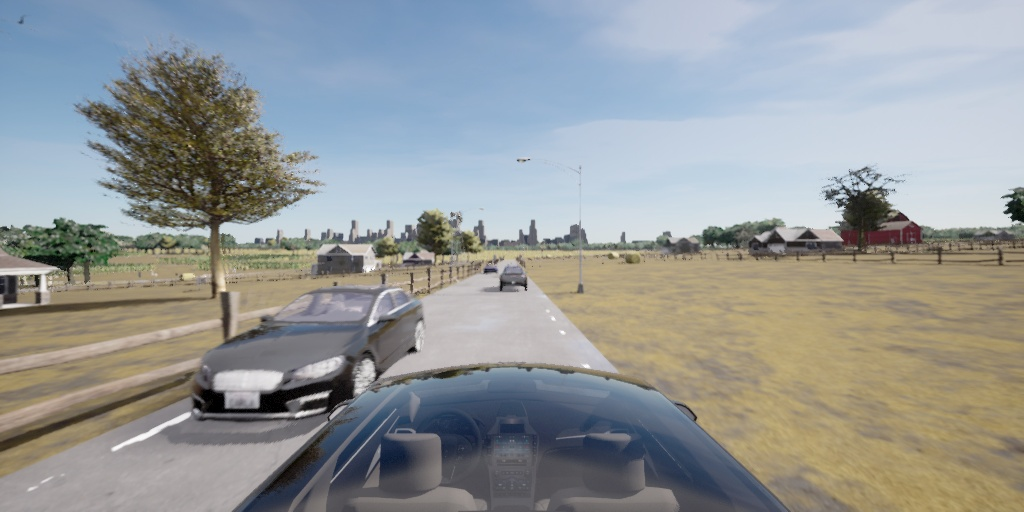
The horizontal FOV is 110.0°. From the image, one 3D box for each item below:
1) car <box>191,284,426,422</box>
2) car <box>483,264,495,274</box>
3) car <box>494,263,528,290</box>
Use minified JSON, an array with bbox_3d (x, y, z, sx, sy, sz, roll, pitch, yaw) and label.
[{"bbox_3d":[-2.852,1.286,6.241,2.128,1.511,4.902,0,-1,0],"label":"car"},{"bbox_3d":[-2.843,1.775,48.563,1.895,1.301,4.718,0,0,0],"label":"car"},{"bbox_3d":[0.094,1.460,24.566,2.128,1.511,4.902,0,0,0],"label":"car"}]
